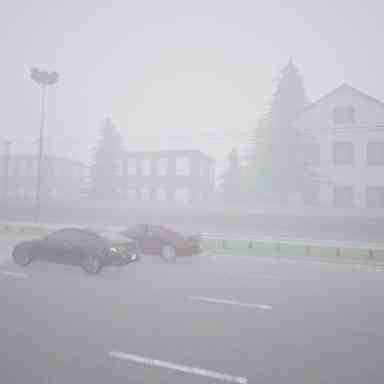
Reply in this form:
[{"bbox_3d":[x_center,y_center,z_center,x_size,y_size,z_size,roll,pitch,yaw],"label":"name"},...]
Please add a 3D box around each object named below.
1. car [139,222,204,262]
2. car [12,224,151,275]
[{"bbox_3d":[-1.959,2.082,14.750,5.008,1.535,1.882,1,-3,20],"label":"car"},{"bbox_3d":[-4.085,1.927,11.785,4.674,1.442,1.812,1,-3,20],"label":"car"}]
